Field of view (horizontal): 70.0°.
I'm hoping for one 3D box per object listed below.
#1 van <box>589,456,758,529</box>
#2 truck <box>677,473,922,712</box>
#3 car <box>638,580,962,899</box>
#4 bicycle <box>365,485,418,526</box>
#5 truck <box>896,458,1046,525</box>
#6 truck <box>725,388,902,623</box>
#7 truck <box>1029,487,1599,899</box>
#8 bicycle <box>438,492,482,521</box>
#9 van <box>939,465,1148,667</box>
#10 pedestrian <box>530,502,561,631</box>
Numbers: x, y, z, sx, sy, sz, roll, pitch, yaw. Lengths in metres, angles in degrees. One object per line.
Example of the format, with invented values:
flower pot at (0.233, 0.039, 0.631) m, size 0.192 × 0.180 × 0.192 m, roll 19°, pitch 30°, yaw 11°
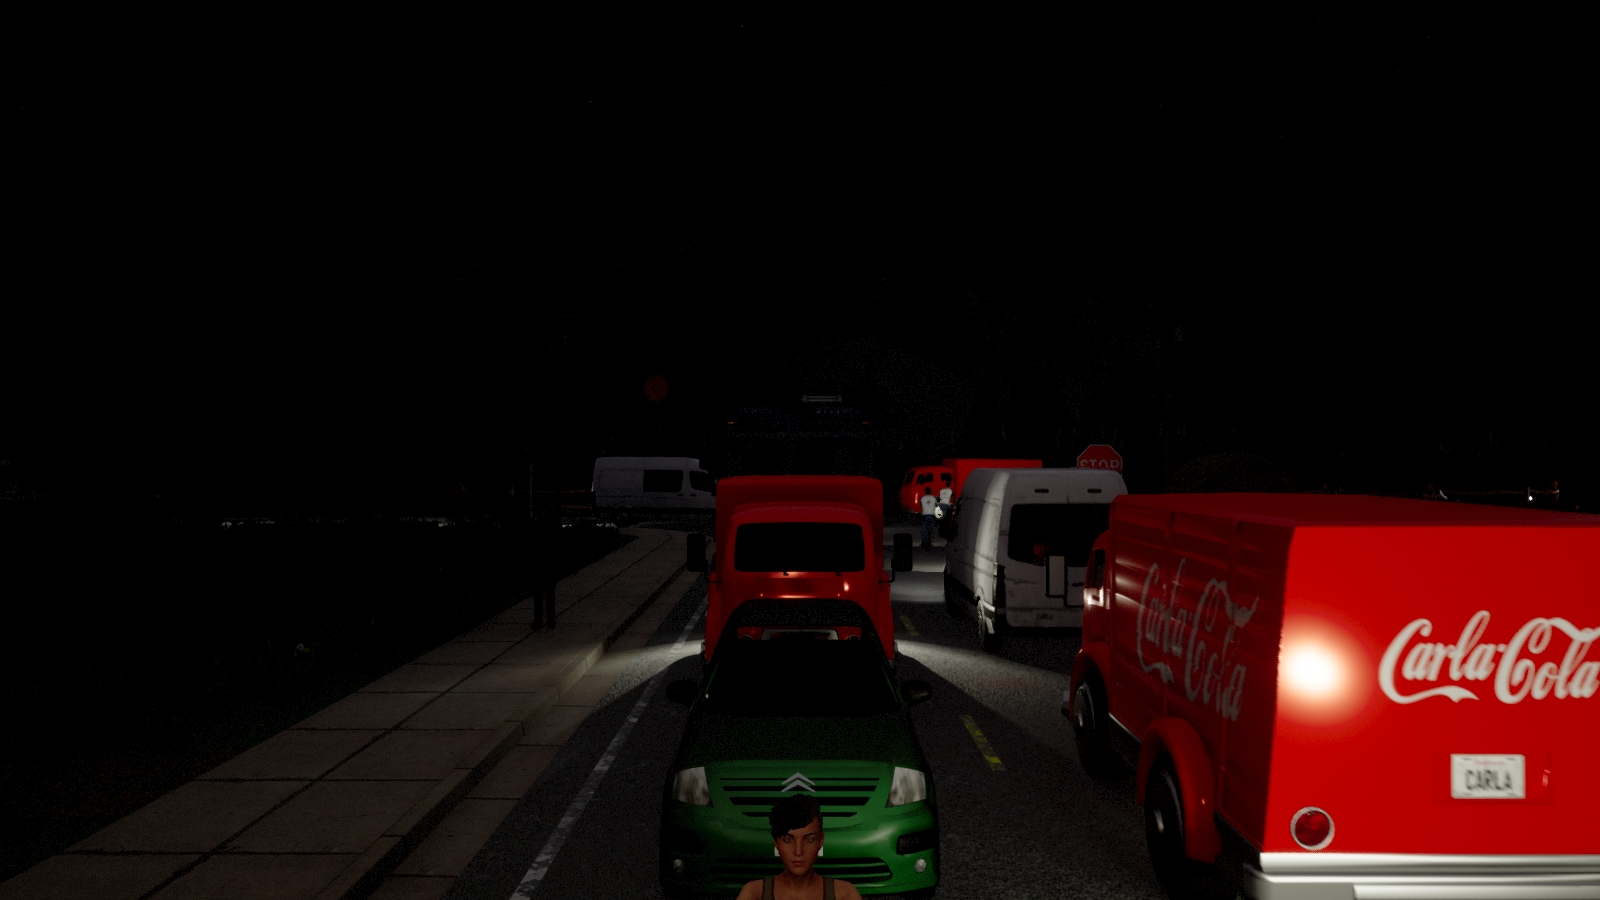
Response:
van at (-4.553, 1.527, 41.697) m, size 5.915 × 2.561 × 1.988 m, roll 0°, pitch 0°, yaw 3°
truck at (-0.012, 1.578, 14.852) m, size 2.627 × 2.467 × 5.204 m, roll 0°, pitch 0°, yaw 0°
car at (-0.002, 2.006, 8.512) m, size 1.851 × 1.617 × 3.988 m, roll 0°, pitch 0°, yaw 0°
bicycle at (-15.091, 2.051, 42.196) m, size 1.835 × 1.471 × 0.329 m, roll 0°, pitch 0°, yaw 3°
truck at (6.536, 1.562, 44.118) m, size 5.204 × 2.467 × 2.627 m, roll 0°, pitch 0°, yaw -9°
truck at (0.198, 0.905, 22.882) m, size 2.891 × 3.827 × 8.468 m, roll 0°, pitch 0°, yaw 0°
truck at (3.499, 1.568, 8.301) m, size 2.627 × 2.467 × 5.204 m, roll 0°, pitch 0°, yaw 0°
bicycle at (-13.571, 2.249, 45.609) m, size 1.487 × 1.080 × 0.859 m, roll 0°, pitch 0°, yaw 3°
van at (3.512, 1.545, 17.777) m, size 1.988 × 2.561 × 5.915 m, roll 0°, pitch 0°, yaw 0°
pedestrian at (-3.747, 1.705, 16.804) m, size 0.375 × 1.860 × 0.375 m, roll 0°, pitch 0°, yaw -1°
